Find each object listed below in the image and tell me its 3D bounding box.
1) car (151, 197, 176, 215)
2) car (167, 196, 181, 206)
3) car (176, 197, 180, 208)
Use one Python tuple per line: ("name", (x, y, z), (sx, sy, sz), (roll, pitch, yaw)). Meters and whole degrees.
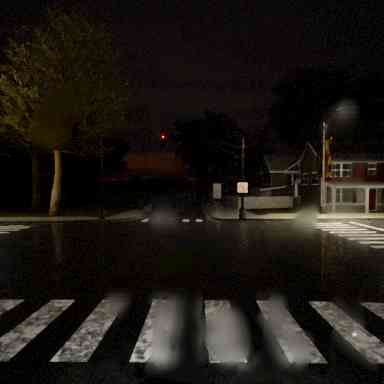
("car", (-2.973, 1.447, 33.816), (1.882, 1.535, 5.008), (0, 0, 0))
("car", (-2.889, 1.484, 54.747), (2.033, 1.411, 5.357), (0, 0, 0))
("car", (-2.933, 1.460, 44.119), (1.837, 1.490, 4.892), (0, 0, 0))
